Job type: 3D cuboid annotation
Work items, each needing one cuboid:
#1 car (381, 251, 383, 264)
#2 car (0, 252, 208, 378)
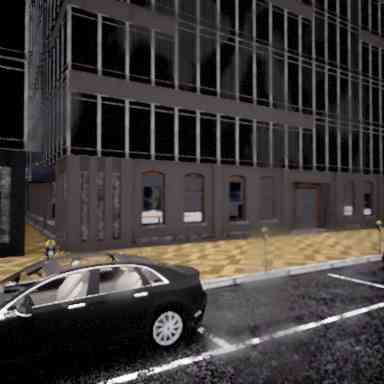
[{"bbox_3d":[7.948,1.803,10.776,4.206,1.307,1.802,1,-1,-31],"label":"car"},{"bbox_3d":[-1.838,1.651,4.961,4.403,1.369,2.008,1,-1,-31],"label":"car"}]
